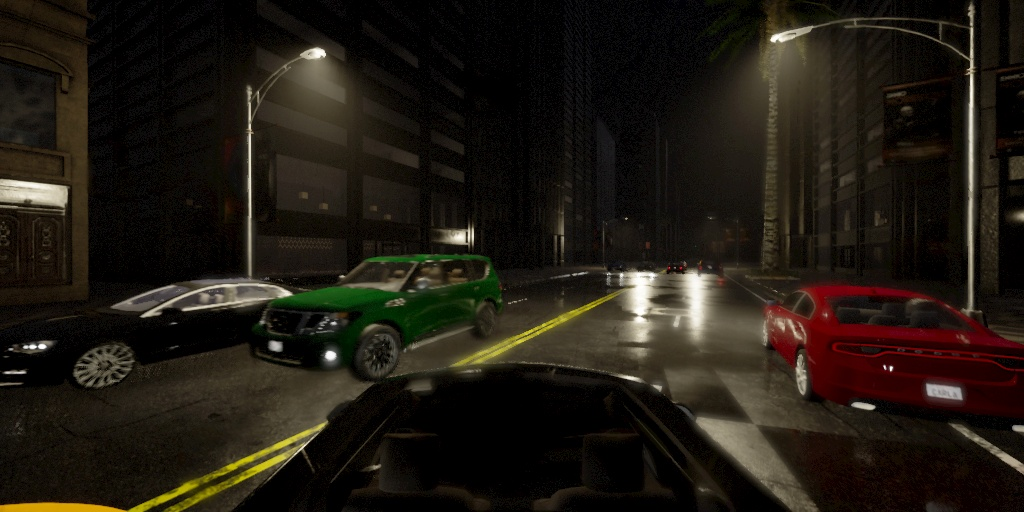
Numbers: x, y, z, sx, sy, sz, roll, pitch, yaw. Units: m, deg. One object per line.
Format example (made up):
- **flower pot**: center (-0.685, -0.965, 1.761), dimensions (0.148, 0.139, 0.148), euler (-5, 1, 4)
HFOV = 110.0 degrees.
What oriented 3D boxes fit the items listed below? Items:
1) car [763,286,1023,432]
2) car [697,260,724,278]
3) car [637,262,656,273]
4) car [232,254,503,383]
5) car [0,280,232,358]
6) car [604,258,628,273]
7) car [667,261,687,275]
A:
- **car**: center (5.512, 1.229, 5.832), dimensions (1.882, 1.535, 5.008), euler (0, 0, 27)
- **car**: center (19.277, 1.125, 34.914), dimensions (2.097, 1.767, 4.553), euler (0, 0, 27)
- **car**: center (16.738, 1.382, 44.591), dimensions (1.895, 1.301, 4.718), euler (0, 0, 27)
- **car**: center (-2.215, 0.973, 7.725), dimensions (2.150, 2.045, 5.566), euler (0, 0, 27)
- **car**: center (-6.203, 1.242, 7.078), dimensions (2.128, 1.511, 4.902), euler (0, 0, 27)
- **car**: center (13.165, 1.305, 44.749), dimensions (1.812, 1.442, 4.674), euler (0, 0, 27)
- **car**: center (18.635, 1.325, 40.736), dimensions (2.033, 1.411, 5.357), euler (0, 0, 27)
